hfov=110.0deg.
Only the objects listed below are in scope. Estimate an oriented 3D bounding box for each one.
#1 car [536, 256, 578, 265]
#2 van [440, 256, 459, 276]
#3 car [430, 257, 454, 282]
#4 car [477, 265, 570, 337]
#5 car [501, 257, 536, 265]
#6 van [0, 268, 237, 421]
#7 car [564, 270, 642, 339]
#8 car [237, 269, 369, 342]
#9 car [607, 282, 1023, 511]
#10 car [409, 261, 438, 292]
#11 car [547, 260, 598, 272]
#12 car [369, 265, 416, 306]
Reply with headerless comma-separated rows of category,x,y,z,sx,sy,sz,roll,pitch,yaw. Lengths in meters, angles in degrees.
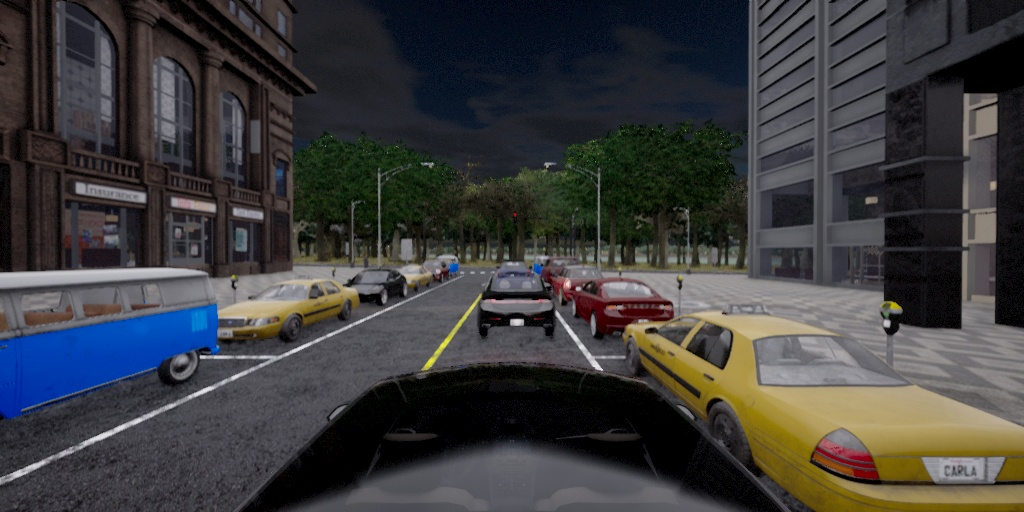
car,2.775,0.946,20.657,2.192,1.841,5.009,0,0,0
van,-5.743,0.906,31.538,1.690,1.789,3.998,0,0,0
car,-5.747,1.038,26.100,1.967,1.591,4.097,0,0,0
car,0.107,1.189,10.092,2.128,1.511,4.902,0,0,0
car,0.113,0.982,20.906,2.097,1.767,4.553,0,0,1
van,-5.762,1.074,4.350,1.690,1.789,3.998,0,0,0
car,2.767,1.244,9.782,1.888,1.381,4.507,0,0,0
car,-5.758,1.224,9.618,1.751,1.417,4.829,0,0,0
car,2.764,1.258,4.514,1.751,1.417,4.829,0,0,0
car,-5.750,1.157,20.493,1.751,1.417,4.829,0,0,0
car,2.771,1.105,15.219,1.967,1.591,4.097,0,0,0
car,-5.754,1.231,15.225,1.948,1.339,4.313,0,0,0
